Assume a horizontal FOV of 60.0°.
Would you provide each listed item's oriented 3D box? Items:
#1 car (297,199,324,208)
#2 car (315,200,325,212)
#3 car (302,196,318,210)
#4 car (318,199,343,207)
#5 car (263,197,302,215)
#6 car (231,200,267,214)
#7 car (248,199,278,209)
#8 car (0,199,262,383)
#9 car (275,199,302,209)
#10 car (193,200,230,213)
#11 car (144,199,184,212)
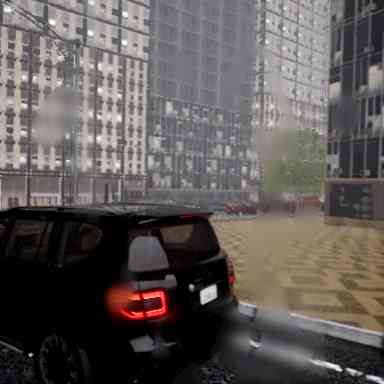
[{"bbox_3d":[20.008,1.907,56.125,4.313,1.339,1.947,1,1,-34],"label":"car"},{"bbox_3d":[19.779,2.087,46.421,4.313,1.339,1.947,1,1,-34],"label":"car"},{"bbox_3d":[17.344,1.682,51.186,5.566,2.045,2.150,1,1,-34],"label":"car"},{"bbox_3d":[24.686,1.960,59.327,4.313,1.339,1.947,1,1,-34],"label":"car"},{"bbox_3d":[10.430,1.731,40.011,5.009,1.841,2.192,1,1,-34],"label":"car"},{"bbox_3d":[5.747,1.909,36.813,4.507,1.381,1.887,1,1,-34],"label":"car"},{"bbox_3d":[10.653,1.802,49.720,4.313,1.339,1.947,1,1,-34],"label":"car"},{"bbox_3d":[-2.003,1.201,5.114,5.566,2.045,2.150,0,0,36],"label":"car"},{"bbox_3d":[15.330,1.871,52.922,4.206,1.307,1.802,1,1,-34],"label":"car"},{"bbox_3d":[2.457,1.766,41.118,4.181,1.385,1.994,1,1,-34],"label":"car"},{"bbox_3d":[-3.379,1.630,40.112,4.403,1.369,2.008,1,1,-34],"label":"car"}]
